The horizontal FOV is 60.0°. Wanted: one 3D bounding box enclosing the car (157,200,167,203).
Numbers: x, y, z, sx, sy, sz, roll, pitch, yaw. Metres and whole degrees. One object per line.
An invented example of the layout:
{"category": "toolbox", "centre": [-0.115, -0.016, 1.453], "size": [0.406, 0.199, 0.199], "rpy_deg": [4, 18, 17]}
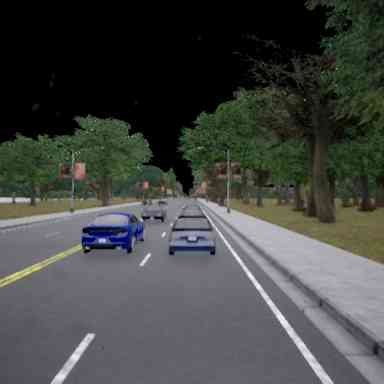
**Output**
{"category": "car", "centre": [-6.458, 2.285, 71.776], "size": [1.895, 1.301, 4.718], "rpy_deg": [0, -1, 0]}

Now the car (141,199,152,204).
{"category": "car", "centre": [-9.708, 2.243, 71.808], "size": [1.994, 1.385, 4.181], "rpy_deg": [0, -1, 0]}

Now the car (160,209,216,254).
{"category": "car", "centre": [0.010, 1.682, 14.010], "size": [2.033, 1.411, 5.357], "rpy_deg": [0, -1, 0]}

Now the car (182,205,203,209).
{"category": "car", "centre": [0.025, 1.843, 29.320], "size": [1.994, 1.385, 4.181], "rpy_deg": [0, 0, 0]}

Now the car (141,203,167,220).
{"category": "car", "centre": [-3.231, 1.878, 29.130], "size": [1.895, 1.301, 4.718], "rpy_deg": [0, -1, 0]}

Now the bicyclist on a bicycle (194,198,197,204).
{"category": "bicyclist on a bicycle", "centre": [0.948, 2.330, 89.297], "size": [0.582, 1.620, 1.656], "rpy_deg": [0, -1, 0]}

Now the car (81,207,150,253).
{"category": "car", "centre": [-3.234, 1.616, 14.495], "size": [1.882, 1.535, 5.008], "rpy_deg": [0, 0, 0]}
